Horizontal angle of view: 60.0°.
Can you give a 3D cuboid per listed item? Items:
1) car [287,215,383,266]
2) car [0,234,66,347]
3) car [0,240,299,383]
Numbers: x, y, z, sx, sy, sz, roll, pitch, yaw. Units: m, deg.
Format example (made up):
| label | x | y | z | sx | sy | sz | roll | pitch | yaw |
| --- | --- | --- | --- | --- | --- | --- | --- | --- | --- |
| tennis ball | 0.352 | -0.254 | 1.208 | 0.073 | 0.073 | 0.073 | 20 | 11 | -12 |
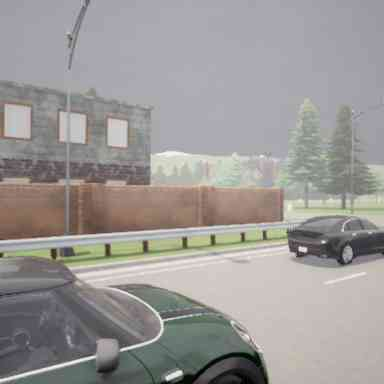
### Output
| label | x | y | z | sx | sy | sz | roll | pitch | yaw |
| --- | --- | --- | --- | --- | --- | --- | --- | --- | --- |
| car | 5.522 | 1.608 | 12.020 | 4.892 | 1.490 | 1.837 | 1 | 0 | -35 |
| car | -4.326 | 1.557 | 4.958 | 4.181 | 1.385 | 1.994 | 1 | 0 | -36 |
| car | -1.475 | 1.353 | 2.695 | 4.553 | 1.767 | 2.097 | 1 | 0 | -35 |
